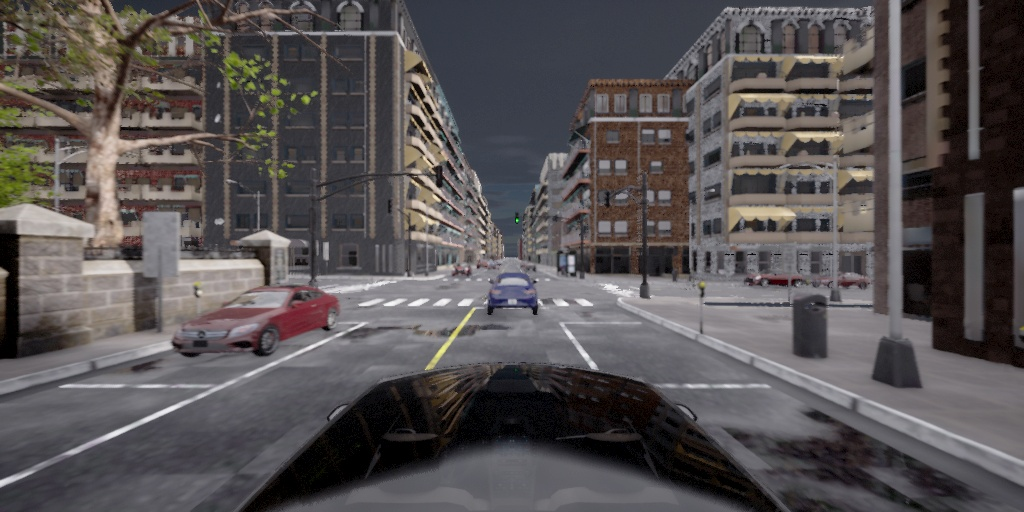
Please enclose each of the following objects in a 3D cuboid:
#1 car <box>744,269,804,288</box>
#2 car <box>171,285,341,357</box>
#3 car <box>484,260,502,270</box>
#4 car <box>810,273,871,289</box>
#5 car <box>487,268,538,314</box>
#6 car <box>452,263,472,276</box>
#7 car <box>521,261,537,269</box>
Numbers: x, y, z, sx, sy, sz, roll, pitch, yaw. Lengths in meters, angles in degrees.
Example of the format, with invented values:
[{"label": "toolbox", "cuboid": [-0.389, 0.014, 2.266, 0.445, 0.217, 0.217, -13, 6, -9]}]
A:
[{"label": "car", "cuboid": [21.385, 1.774, 29.478, 4.097, 1.591, 1.967, 0, 0, -1]}, {"label": "car", "cuboid": [-5.688, 1.382, 8.639, 1.802, 1.307, 4.207, 0, 0, 0]}, {"label": "car", "cuboid": [-3.046, 1.739, 59.941, 1.994, 1.385, 4.181, 0, 0, 1]}, {"label": "car", "cuboid": [27.058, 2.017, 29.545, 4.207, 1.307, 1.802, 0, 0, -1]}, {"label": "car", "cuboid": [0.039, 1.366, 14.171, 1.812, 1.442, 4.674, 0, 0, 1]}, {"label": "car", "cuboid": [-5.683, 1.476, 41.048, 1.967, 1.591, 4.097, 0, 0, 0]}, {"label": "car", "cuboid": [2.699, 1.670, 52.319, 2.007, 1.370, 4.403, 0, 0, 0]}]
